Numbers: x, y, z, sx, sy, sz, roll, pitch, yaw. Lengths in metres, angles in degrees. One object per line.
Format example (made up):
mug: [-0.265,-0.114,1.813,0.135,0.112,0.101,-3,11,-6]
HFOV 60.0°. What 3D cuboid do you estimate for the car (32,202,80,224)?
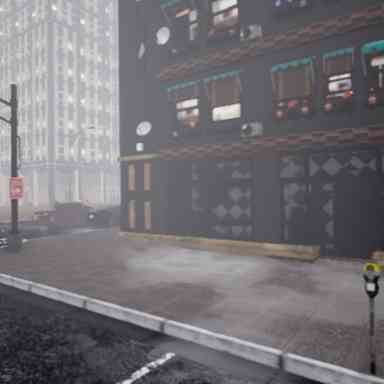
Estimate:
car: [-9.253,1.454,24.353,1.812,1.442,4.674,-1,0,35]

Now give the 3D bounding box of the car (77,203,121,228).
car: [-4.606,1.419,20.875,1.947,1.339,4.313,0,1,35]
